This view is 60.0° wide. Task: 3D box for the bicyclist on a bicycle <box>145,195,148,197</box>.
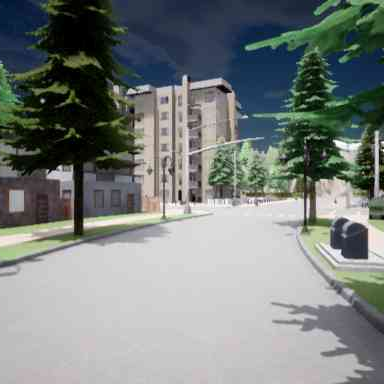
[{"bbox_3d":[-7.257,1.295,53.327,0.582,1.620,1.656,0,0,28],"label":"bicyclist on a bicycle"}]
